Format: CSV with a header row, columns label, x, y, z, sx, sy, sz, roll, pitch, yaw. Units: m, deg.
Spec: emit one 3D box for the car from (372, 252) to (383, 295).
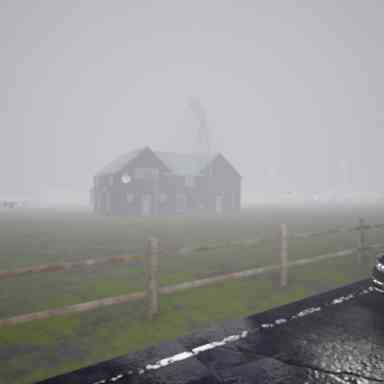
label,x,y,z,sx,sy,sz,roll,pitch,yaw
car,5.865,1.468,7.408,4.902,1.511,2.128,0,1,-37
